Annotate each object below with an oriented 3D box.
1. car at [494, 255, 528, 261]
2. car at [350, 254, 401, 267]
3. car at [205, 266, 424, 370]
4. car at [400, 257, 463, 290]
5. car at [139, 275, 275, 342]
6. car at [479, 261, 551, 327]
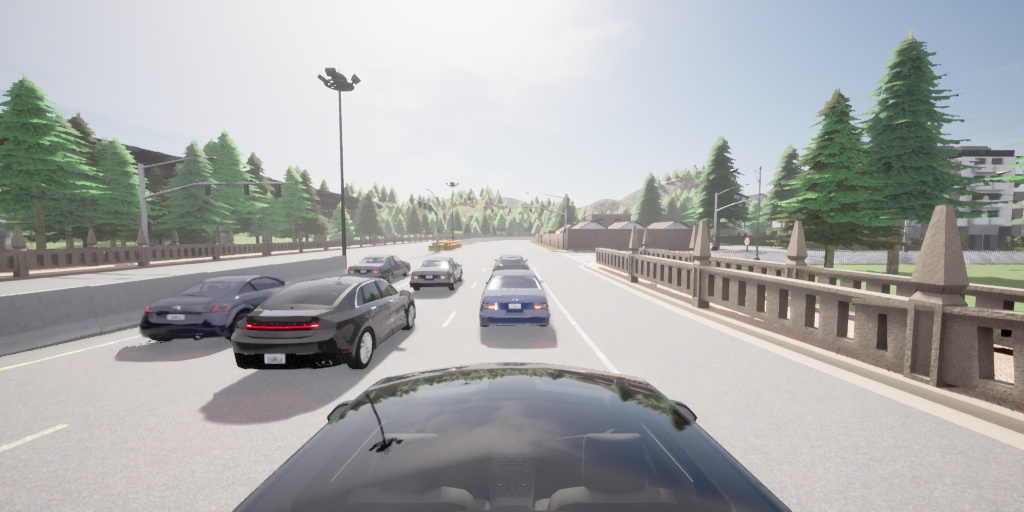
[{"bbox_3d":[-0.038,0.617,19.867,1.994,1.385,4.181,0,3,0],"label":"car"},{"bbox_3d":[-7.034,0.622,19.438,2.033,1.411,5.357,0,3,-1],"label":"car"},{"bbox_3d":[-3.438,1.169,7.580,1.837,1.490,4.892,0,1,-1],"label":"car"},{"bbox_3d":[-3.502,0.755,17.279,2.033,1.411,5.357,0,4,-2],"label":"car"},{"bbox_3d":[-6.953,1.172,9.405,1.994,1.385,4.181,0,2,0],"label":"car"},{"bbox_3d":[0.042,1.103,10.789,2.033,1.411,5.357,0,2,0],"label":"car"}]
